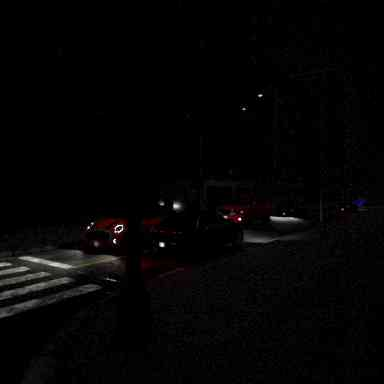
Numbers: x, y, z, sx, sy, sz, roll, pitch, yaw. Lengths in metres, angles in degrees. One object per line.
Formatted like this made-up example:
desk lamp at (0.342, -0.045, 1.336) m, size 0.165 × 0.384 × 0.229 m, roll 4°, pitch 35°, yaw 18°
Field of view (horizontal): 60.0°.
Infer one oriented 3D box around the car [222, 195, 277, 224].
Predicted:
car at (3.596, 1.215, 22.824) m, size 2.150 × 2.045 × 5.566 m, roll 0°, pitch 0°, yaw 35°

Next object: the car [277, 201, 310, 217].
car at (9.644, 1.539, 31.577) m, size 2.033 × 1.411 × 5.357 m, roll 0°, pitch 0°, yaw 35°

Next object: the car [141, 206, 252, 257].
car at (0.370, 1.511, 13.133) m, size 1.837 × 1.490 × 4.892 m, roll 0°, pitch 0°, yaw 35°

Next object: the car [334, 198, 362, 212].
car at (17.831, 1.606, 38.350) m, size 1.895 × 1.301 × 4.718 m, roll 0°, pitch 0°, yaw 35°

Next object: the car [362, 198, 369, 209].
car at (23.574, 1.538, 46.751) m, size 1.812 × 1.442 × 4.674 m, roll 0°, pitch 0°, yaw 35°

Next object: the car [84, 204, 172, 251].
car at (-2.309, 1.346, 14.217) m, size 2.097 × 1.767 × 4.553 m, roll 0°, pitch 0°, yaw 34°
